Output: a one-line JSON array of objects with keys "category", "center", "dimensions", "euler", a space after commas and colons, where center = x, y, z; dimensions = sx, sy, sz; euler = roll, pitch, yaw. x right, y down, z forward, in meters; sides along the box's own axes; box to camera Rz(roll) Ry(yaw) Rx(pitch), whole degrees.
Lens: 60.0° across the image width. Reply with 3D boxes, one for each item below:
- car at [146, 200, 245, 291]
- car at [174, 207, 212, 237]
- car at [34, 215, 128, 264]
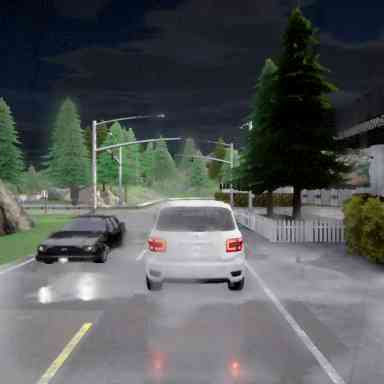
[{"category": "car", "center": [0.065, 1.221, 9.170], "dimensions": [2.150, 2.045, 5.566], "euler": [0, 0, 0]}, {"category": "car", "center": [0.020, 1.601, 18.934], "dimensions": [1.895, 1.301, 4.718], "euler": [0, 0, 0]}, {"category": "car", "center": [-3.635, 1.548, 12.063], "dimensions": [2.033, 1.411, 5.357], "euler": [0, 0, 0]}]
